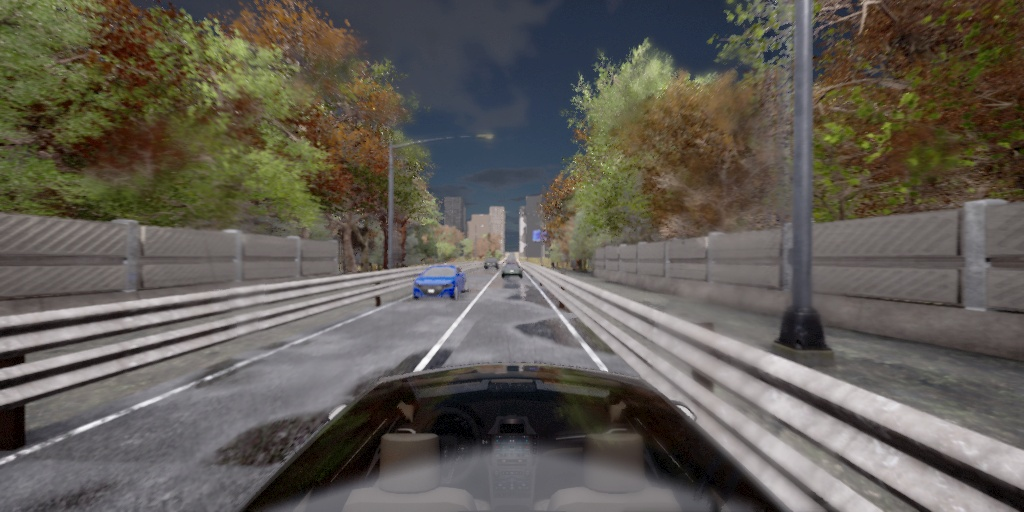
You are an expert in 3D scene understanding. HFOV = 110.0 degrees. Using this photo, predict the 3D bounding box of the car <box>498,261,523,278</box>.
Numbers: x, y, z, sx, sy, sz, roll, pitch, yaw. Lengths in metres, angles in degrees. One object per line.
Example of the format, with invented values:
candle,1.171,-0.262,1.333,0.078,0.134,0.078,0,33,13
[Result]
car,0.000,1.311,33.650,1.994,1.385,4.181,0,0,0

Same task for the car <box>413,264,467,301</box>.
car,-3.345,1.178,17.368,1.882,1.535,5.008,0,0,0

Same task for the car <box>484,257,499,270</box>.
car,-3.289,1.211,58.623,2.150,2.045,5.566,0,-1,1
